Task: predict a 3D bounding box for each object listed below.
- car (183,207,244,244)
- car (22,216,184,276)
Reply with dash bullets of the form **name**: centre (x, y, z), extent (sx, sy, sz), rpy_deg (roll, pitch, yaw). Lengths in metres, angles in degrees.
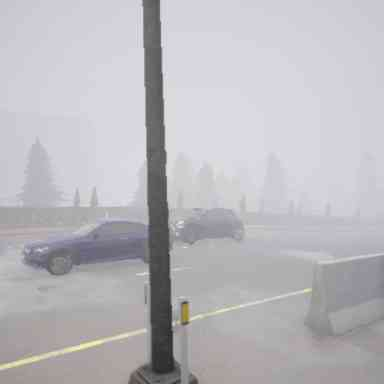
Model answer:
- **car**: centre (0.535, 1.598, 17.272), extent (4.553, 1.767, 2.097), rpy_deg (3, -2, -35)
- **car**: centre (-2.790, 1.575, 10.600), extent (4.674, 1.442, 1.812), rpy_deg (1, -1, -35)
